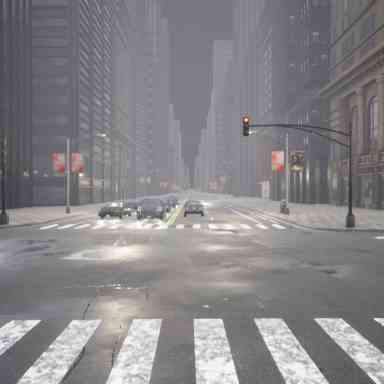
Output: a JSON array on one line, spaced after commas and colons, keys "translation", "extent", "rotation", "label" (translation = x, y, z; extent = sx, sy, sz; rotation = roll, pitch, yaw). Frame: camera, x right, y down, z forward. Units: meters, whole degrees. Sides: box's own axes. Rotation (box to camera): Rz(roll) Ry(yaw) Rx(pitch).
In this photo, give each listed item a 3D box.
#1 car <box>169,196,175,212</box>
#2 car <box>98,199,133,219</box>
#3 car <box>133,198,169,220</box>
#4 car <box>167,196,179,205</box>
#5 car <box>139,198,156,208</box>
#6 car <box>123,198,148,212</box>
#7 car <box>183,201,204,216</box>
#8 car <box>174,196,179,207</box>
[{"translation": [-3.328, 1.523, 37.515], "extent": [2.033, 1.411, 5.357], "rotation": [0, 0, 0], "label": "car"}, {"translation": [-6.557, 1.531, 29.298], "extent": [2.033, 1.411, 5.357], "rotation": [0, 0, 4], "label": "car"}, {"translation": [-3.333, 1.337, 28.040], "extent": [2.097, 1.767, 4.553], "rotation": [0, 0, 0], "label": "car"}, {"translation": [-3.286, 1.454, 57.788], "extent": [1.837, 1.490, 4.892], "rotation": [0, 0, 0], "label": "car"}, {"translation": [-6.575, 1.564, 49.483], "extent": [1.895, 1.301, 4.718], "rotation": [0, 0, 0], "label": "car"}, {"translation": [-6.576, 1.522, 39.397], "extent": [2.033, 1.411, 5.357], "rotation": [0, 0, 0], "label": "car"}, {"translation": [0.147, 1.528, 32.059], "extent": [2.033, 1.411, 5.357], "rotation": [0, 0, 0], "label": "car"}, {"translation": [-3.329, 1.529, 47.414], "extent": [1.994, 1.385, 4.181], "rotation": [0, 0, 0], "label": "car"}]
